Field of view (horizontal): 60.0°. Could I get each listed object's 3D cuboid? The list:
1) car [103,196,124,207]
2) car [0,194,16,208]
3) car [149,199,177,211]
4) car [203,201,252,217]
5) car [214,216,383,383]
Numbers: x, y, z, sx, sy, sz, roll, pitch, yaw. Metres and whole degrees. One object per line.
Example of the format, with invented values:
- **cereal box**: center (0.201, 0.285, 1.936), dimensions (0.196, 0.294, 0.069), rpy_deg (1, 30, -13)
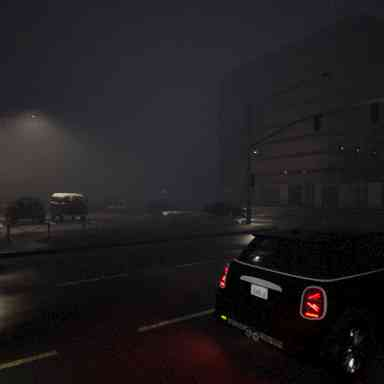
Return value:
- **car**: center (-12.841, 1.406, 54.132), dimensions (2.097, 1.767, 4.553), rpy_deg (0, 0, -35)
- **car**: center (-31.674, 1.209, 56.493), dimensions (1.932, 1.855, 4.605), rpy_deg (0, 0, -35)
- **car**: center (-3.624, 1.581, 41.100), dimensions (1.812, 1.442, 4.674), rpy_deg (0, 0, -35)
- **car**: center (3.208, 1.603, 31.455), dimensions (2.033, 1.411, 5.357), rpy_deg (0, 0, -35)
- **car**: center (2.637, 1.352, 5.682), dimensions (4.553, 1.767, 2.097), rpy_deg (0, 0, -35)
